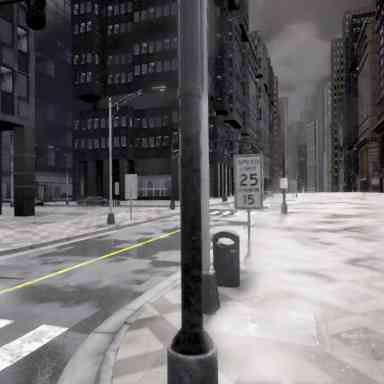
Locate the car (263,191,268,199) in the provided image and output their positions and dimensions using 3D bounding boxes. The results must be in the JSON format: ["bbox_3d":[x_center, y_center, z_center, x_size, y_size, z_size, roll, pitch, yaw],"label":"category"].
[{"bbox_3d":[11.572,0.546,57.945,1.837,1.490,4.892,-1,1,19],"label":"car"}]

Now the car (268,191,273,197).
[{"bbox_3d":[16.460,0.379,72.021,1.994,1.385,4.181,-1,1,19],"label":"car"}]

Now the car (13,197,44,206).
[{"bbox_3d":[-22.290,1.272,45.069,4.181,1.385,1.994,-1,0,19],"label":"car"}]

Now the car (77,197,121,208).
[{"bbox_3d":[-10.534,1.176,37.655,4.718,1.301,1.895,-1,0,19],"label":"car"}]
